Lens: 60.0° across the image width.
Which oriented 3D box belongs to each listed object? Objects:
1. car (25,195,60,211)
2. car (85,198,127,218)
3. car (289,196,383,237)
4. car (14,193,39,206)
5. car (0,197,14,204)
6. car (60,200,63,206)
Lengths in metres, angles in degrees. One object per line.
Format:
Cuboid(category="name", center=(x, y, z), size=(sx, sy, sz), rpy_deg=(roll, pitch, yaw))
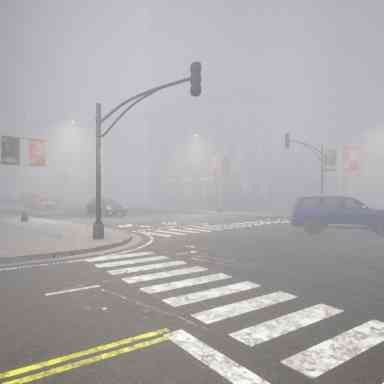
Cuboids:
Cuboid(category="car", center=(-18.527, 1.458, 40.860), size=(1.882, 1.535, 5.008), rpy_deg=(0, 0, -45))
Cuboid(category="car", center=(-7.811, 1.338, 30.111), size=(4.553, 1.767, 2.097), rpy_deg=(0, 0, 45))
Cuboid(category="car", center=(8.122, 1.224, 17.901), size=(5.566, 2.045, 2.150), rpy_deg=(0, 1, 17))
Cuboid(category="car", center=(-26.122, 1.198, 53.350), size=(5.566, 2.045, 2.150), rpy_deg=(0, 0, 45))
Cuboid(category="car", center=(-33.703, 1.531, 60.944), size=(1.994, 1.385, 4.181), rpy_deg=(0, 0, -45))
Cuboid(category="car", center=(-23.096, 1.545, 54.929), size=(4.181, 1.385, 1.994), rpy_deg=(0, 0, 44))
